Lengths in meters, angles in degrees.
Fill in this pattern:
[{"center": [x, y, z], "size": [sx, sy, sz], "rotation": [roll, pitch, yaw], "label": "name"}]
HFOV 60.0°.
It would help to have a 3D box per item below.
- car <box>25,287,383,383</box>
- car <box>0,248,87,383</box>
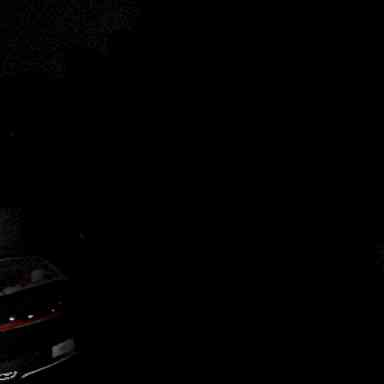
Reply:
[{"center": [1.176, 1.543, 1.959], "size": [4.507, 1.381, 1.887], "rotation": [0, 1, 35], "label": "car"}, {"center": [-3.263, 1.541, 5.045], "size": [4.403, 1.369, 2.008], "rotation": [0, 1, 35], "label": "car"}]
